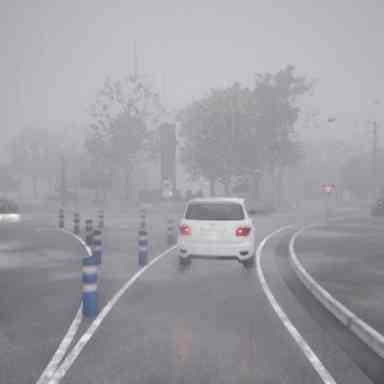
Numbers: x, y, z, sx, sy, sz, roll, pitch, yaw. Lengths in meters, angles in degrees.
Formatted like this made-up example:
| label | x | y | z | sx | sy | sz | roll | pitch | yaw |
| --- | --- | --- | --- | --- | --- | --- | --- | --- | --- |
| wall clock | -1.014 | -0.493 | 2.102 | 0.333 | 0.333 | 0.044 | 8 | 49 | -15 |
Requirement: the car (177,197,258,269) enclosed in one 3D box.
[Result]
| label | x | y | z | sx | sy | sz | roll | pitch | yaw |
| --- | --- | --- | --- | --- | --- | --- | --- | --- | --- |
| car | 0.992 | 1.165 | 11.258 | 2.150 | 2.045 | 5.566 | 0 | 0 | 10 |

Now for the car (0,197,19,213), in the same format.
| label | x | y | z | sx | sy | sz | roll | pitch | yaw |
| --- | --- | --- | --- | --- | --- | --- | --- | --- | --- |
| car | -17.281 | 1.188 | 29.930 | 4.181 | 1.385 | 1.994 | 1 | 2 | 44 |

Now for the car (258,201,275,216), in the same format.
| label | x | y | z | sx | sy | sz | roll | pitch | yaw |
| --- | --- | --- | --- | --- | --- | --- | --- | --- | --- |
| car | 4.613 | 1.248 | 26.880 | 4.181 | 1.385 | 1.994 | -1 | 1 | -26 |

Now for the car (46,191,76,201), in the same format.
| label | x | y | z | sx | sy | sz | roll | pitch | yaw |
| --- | --- | --- | --- | --- | --- | --- | --- | --- | --- |
| car | -20.939 | 0.627 | 53.296 | 1.882 | 1.535 | 5.008 | 1 | 1 | 32 |
